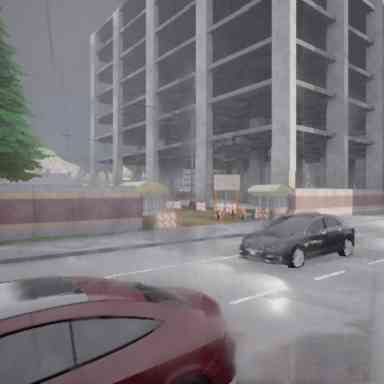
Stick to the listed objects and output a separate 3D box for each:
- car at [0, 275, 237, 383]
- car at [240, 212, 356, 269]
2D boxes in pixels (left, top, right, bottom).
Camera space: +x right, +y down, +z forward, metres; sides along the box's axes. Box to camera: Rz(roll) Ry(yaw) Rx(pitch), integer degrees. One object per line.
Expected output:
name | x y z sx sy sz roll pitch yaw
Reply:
car | -1.610 1.526 2.591 4.674 1.442 1.812 0 0 -40
car | 3.717 1.501 11.304 4.892 1.490 1.837 -1 1 -38
